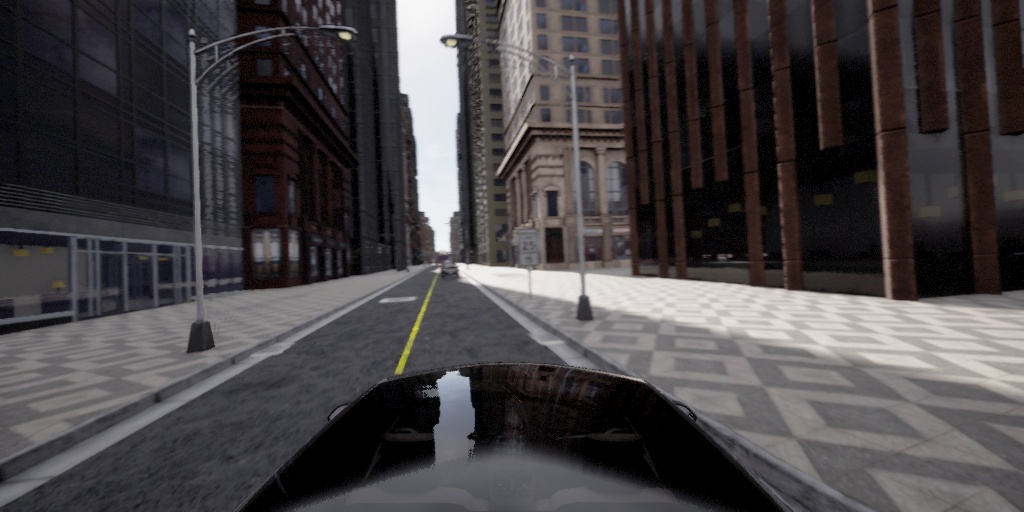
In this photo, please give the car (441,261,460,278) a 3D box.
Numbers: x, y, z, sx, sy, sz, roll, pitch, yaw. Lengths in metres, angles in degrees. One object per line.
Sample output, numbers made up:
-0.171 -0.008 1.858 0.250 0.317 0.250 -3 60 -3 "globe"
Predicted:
-6.652 1.539 38.759 2.128 1.511 4.902 -2 0 -10 "car"
